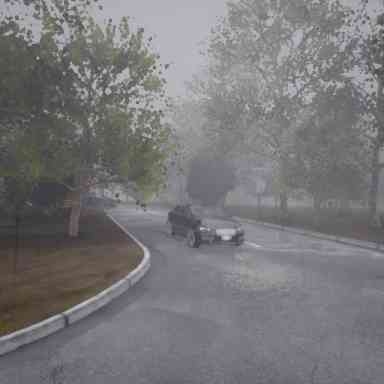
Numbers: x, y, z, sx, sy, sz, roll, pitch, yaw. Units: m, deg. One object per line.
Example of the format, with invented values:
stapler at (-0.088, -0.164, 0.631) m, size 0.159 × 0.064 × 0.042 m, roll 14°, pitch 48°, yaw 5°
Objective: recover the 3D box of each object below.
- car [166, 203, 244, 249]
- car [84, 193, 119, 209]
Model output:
car at (0.337, 1.193, 13.155) m, size 2.128 × 1.511 × 4.902 m, roll 1°, pitch 0°, yaw -19°
car at (-9.462, 0.811, 32.350) m, size 5.008 × 1.535 × 1.882 m, roll 1°, pitch -1°, yaw 24°
